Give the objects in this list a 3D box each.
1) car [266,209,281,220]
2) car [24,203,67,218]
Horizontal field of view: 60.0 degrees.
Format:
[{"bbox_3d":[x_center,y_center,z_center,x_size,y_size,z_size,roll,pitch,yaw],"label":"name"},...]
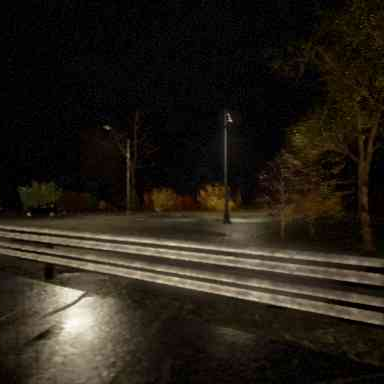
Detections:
[{"bbox_3d":[10.022,2.080,34.374,4.718,1.301,1.895,0,0,9],"label":"car"},{"bbox_3d":[-17.147,2.081,38.921,4.892,1.490,1.837,0,0,10],"label":"car"}]
